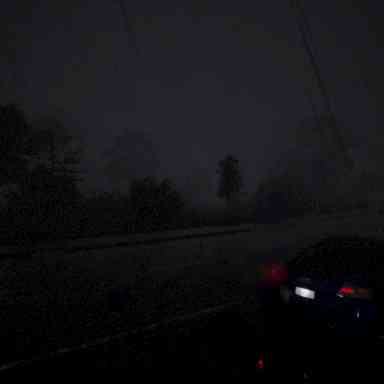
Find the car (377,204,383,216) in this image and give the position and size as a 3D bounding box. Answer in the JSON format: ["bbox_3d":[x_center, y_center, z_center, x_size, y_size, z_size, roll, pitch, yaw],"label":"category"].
[{"bbox_3d":[19.449,1.517,32.056,1.812,1.442,4.674,0,0,40],"label":"car"}]

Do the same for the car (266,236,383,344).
[{"bbox_3d":[3.374,1.566,6.512,4.181,1.385,1.994,0,0,-38],"label":"car"}]
